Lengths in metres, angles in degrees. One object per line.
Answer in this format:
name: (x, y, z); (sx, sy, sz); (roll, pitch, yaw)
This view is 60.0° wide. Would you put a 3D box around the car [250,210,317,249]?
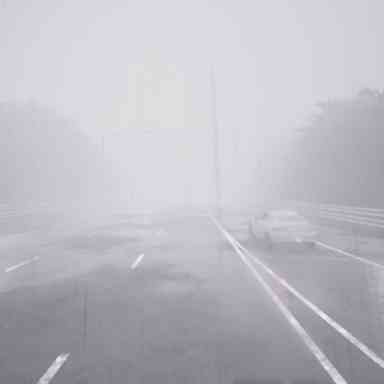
car: (3.770, 1.502, 14.294); (1.812, 1.442, 4.674); (0, 0, -2)
